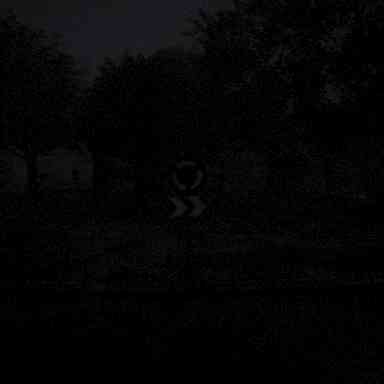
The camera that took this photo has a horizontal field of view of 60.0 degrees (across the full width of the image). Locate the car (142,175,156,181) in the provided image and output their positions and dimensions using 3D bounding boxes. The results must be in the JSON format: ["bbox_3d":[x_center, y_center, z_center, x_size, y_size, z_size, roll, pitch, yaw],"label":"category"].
[{"bbox_3d":[-10.757,-3.270,78.376,4.892,1.521,2.231,-5,8,-43],"label":"car"}]

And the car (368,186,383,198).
[{"bbox_3d":[22.022,-0.006,37.405,1.812,1.442,4.674,-2,3,-16],"label":"car"}]
